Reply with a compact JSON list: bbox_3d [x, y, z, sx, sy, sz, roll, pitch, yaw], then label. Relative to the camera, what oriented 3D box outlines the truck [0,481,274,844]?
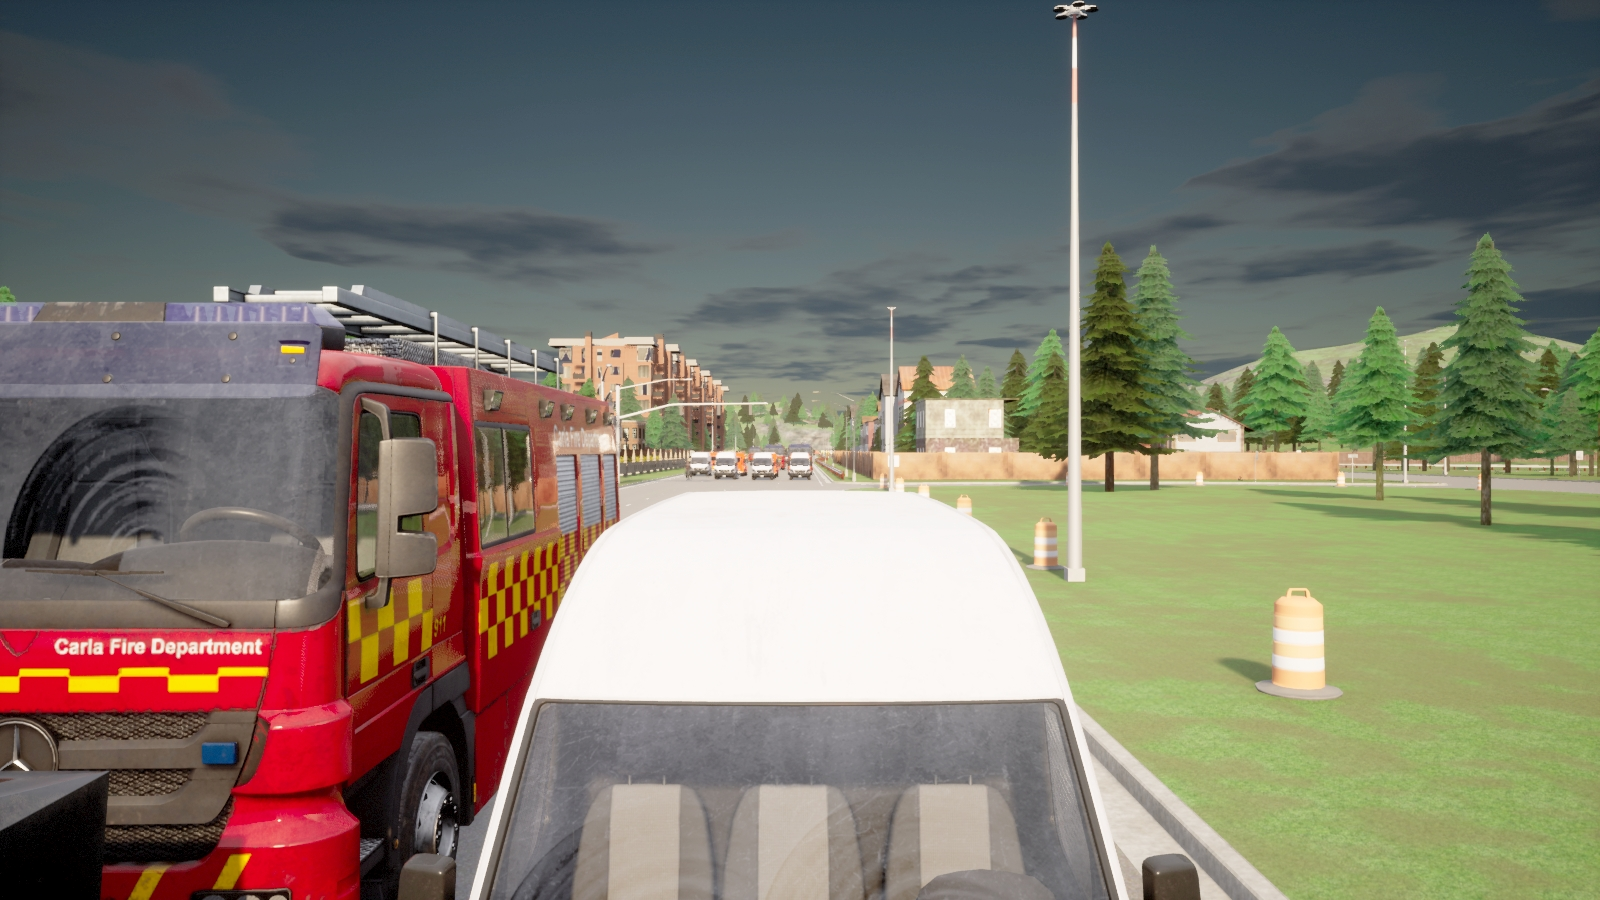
[{"bbox_3d":[-6.999,1.568,9.757,2.627,2.467,5.204,0,0,0],"label":"truck"}]

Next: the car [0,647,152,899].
[{"bbox_3d":[-3.501,1.754,0.939,2.390,2.098,6.274,0,0,0],"label":"car"}]

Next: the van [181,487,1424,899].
[{"bbox_3d":[0.005,1.534,4.785,1.988,2.561,5.915,0,0,0],"label":"van"}]

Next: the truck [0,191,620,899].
[{"bbox_3d":[-3.494,0.890,8.749,2.891,3.827,8.468,0,0,0],"label":"truck"}]
